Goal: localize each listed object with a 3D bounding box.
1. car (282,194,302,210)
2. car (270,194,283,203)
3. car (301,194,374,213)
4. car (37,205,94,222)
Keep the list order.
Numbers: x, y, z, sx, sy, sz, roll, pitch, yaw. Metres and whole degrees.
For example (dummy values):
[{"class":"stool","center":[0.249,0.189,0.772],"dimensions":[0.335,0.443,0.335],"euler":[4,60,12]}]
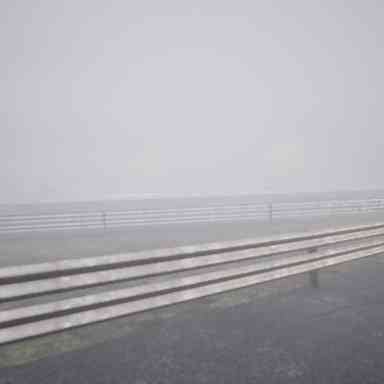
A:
[{"class":"car","center":[11.316,0.953,30.815],"dimensions":[4.892,1.490,1.837],"euler":[-2,1,-12]},{"class":"car","center":[10.471,0.909,34.212],"dimensions":[4.902,1.511,2.128],"euler":[-2,1,-12]},{"class":"car","center":[12.196,1.022,27.426],"dimensions":[5.357,1.411,2.033],"euler":[-2,1,-12]},{"class":"car","center":[-11.021,1.824,29.406],"dimensions":[4.718,1.301,1.895],"euler":[-2,1,-13]}]
